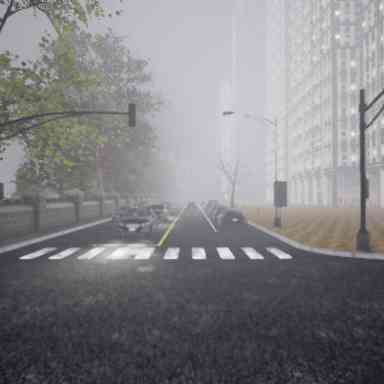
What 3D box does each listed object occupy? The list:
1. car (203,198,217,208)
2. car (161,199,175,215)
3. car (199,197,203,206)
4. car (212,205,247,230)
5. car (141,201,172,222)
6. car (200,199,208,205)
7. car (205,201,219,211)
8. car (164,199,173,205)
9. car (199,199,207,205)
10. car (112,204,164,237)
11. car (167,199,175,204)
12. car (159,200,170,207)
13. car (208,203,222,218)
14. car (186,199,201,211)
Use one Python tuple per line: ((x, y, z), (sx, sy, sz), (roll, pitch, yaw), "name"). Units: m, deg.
((3.146, 1.906, 51.242), (2.097, 1.767, 4.553), (0, -1, 0), "car")
((-3.053, 1.917, 39.858), (2.128, 1.511, 4.902), (0, -1, 0), "car")
((2.738, 2.363, 73.647), (2.008, 1.369, 4.403), (0, -1, 0), "car")
((2.706, 1.809, 22.959), (1.947, 1.339, 4.313), (0, -1, 0), "car")
((-3.078, 1.817, 29.478), (1.837, 1.490, 4.892), (0, -1, 0), "car")
((2.741, 2.460, 79.279), (1.802, 1.307, 4.206), (0, -1, 0), "car")
((2.713, 1.931, 34.224), (1.947, 1.339, 4.313), (0, -1, 0), "car")
((-5.639, 2.421, 79.285), (1.887, 1.381, 4.507), (0, -1, 0), "car")
((2.745, 2.527, 84.911), (1.802, 1.307, 4.206), (0, -1, 0), "car")
((-3.088, 1.698, 19.660), (2.128, 1.511, 4.902), (0, -1, 0), "car")
((-5.632, 2.556, 90.548), (1.887, 1.381, 4.507), (0, -1, 0), "car")
((-5.646, 2.290, 68.021), (1.887, 1.381, 4.507), (0, -1, 0), "car")
((2.709, 1.869, 28.592), (1.947, 1.339, 4.313), (0, -1, 0), "car")
((0.031, 2.072, 50.663), (1.812, 1.442, 4.674), (0, -1, 0), "car")
